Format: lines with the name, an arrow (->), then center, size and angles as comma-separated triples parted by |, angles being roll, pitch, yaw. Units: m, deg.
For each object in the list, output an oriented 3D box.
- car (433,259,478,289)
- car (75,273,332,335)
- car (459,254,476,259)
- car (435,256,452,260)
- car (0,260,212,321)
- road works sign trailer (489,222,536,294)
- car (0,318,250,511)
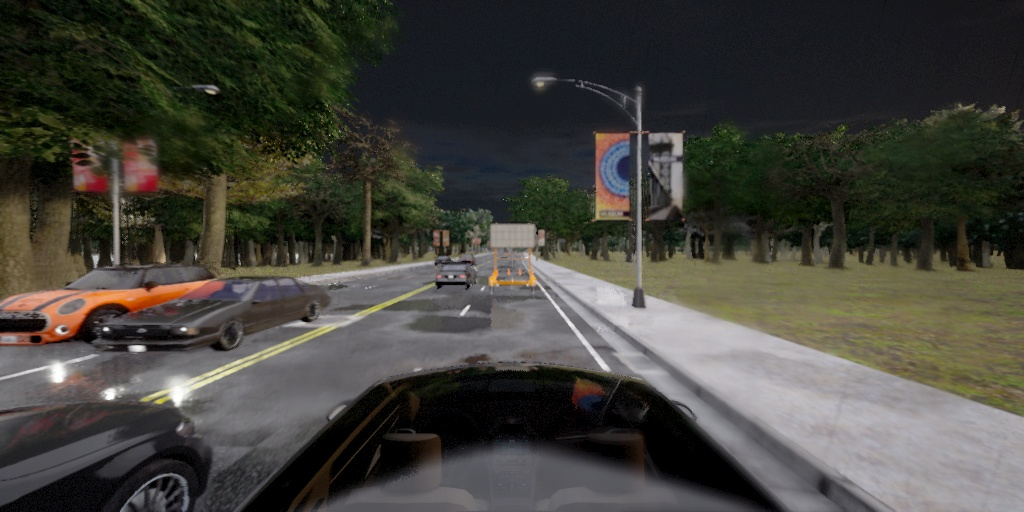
car -> -3.107, 1.074, 20.759 | 2.033, 1.411, 5.357 | 0, 1, 0
car -> -6.590, 1.215, 8.965 | 2.033, 1.411, 5.357 | 0, 1, 0
car -> -6.319, 0.482, 50.602 | 2.097, 1.767, 4.553 | 0, 1, 1
car -> -9.573, 0.679, 50.444 | 2.033, 1.411, 5.357 | 0, 1, 1
car -> -9.839, 1.016, 9.257 | 2.097, 1.767, 4.553 | 0, 1, 0
road works sign trailer -> 0.030, 0.017, 18.614 | 2.380, 3.560, 2.880 | 0, 0, 0
car -> -3.135, 1.287, 0.672 | 1.812, 1.442, 4.674 | 0, 1, 0
